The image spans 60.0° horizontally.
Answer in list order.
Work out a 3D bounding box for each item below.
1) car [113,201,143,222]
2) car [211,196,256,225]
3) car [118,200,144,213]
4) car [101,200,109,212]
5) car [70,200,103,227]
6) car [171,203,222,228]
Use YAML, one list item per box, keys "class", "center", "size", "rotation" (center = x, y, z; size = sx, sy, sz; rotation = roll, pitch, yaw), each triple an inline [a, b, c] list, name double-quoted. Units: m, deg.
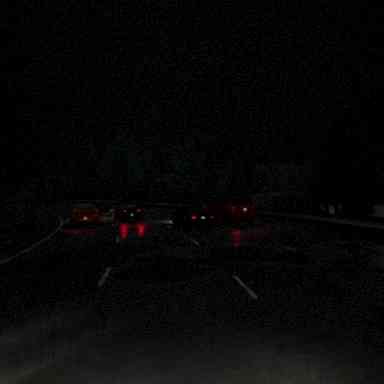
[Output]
- class: "car"
  center: [-5.507, 1.658, 28.133]
  size: [1.812, 1.442, 4.674]
  rotation: [0, -1, -21]
- class: "car"
  center: [2.839, 1.335, 25.523]
  size: [2.150, 2.045, 5.566]
  rotation: [0, -1, -18]
- class: "car"
  center: [-7.522, 1.752, 40.695]
  size: [1.994, 1.385, 4.181]
  rotation: [0, 0, -28]
- class: "car"
  center: [-11.674, 1.669, 40.992]
  size: [1.882, 1.535, 5.008]
  rotation: [0, 0, -30]
- class: "car"
  center: [-7.756, 1.591, 24.148]
  size: [1.882, 1.535, 5.008]
  rotation: [0, 0, -18]
- class: "car"
  center: [-0.037, 1.653, 23.075]
  size: [2.033, 1.411, 5.357]
  rotation: [0, 0, -17]
